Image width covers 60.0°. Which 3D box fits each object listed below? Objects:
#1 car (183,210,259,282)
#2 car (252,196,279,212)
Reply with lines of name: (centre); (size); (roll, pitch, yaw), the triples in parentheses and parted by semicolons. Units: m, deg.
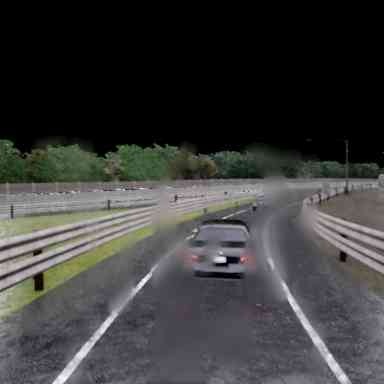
car: (0.937, 1.503, 9.770); (2.033, 1.411, 5.357); (0, 1, 8)
car: (7.148, 1.061, 32.021); (2.033, 1.411, 5.357); (1, 2, 23)
